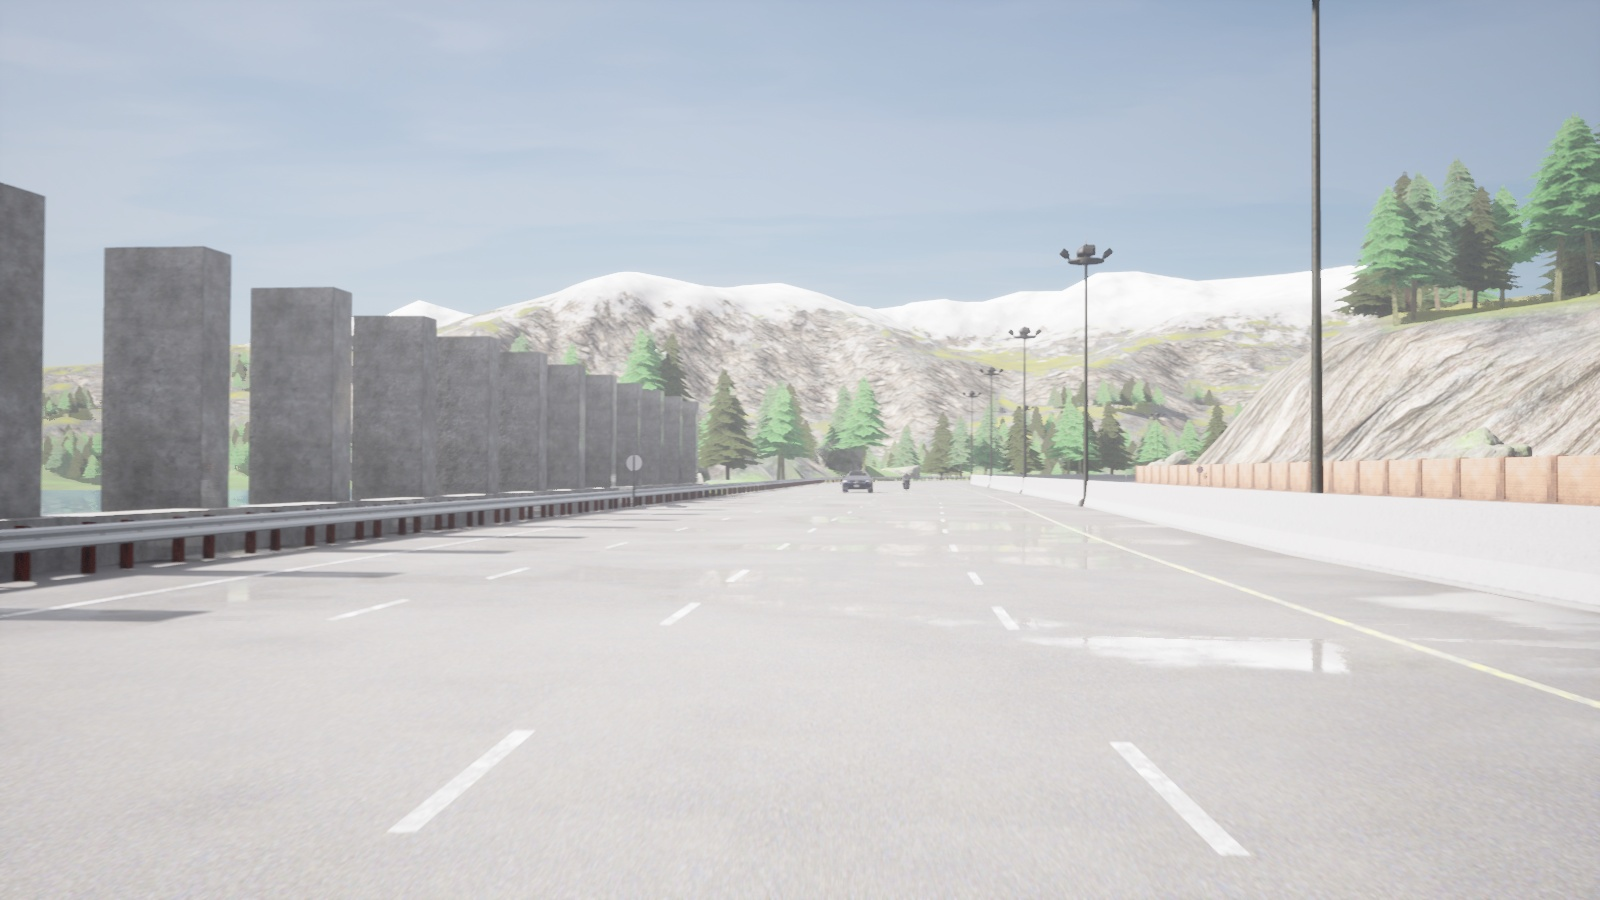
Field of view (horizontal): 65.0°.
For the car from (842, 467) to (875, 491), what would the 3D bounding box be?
[{"bbox_3d":[4.266,2.101,90.997,2.152,1.651,5.027,0,-1,5],"label":"car"}]
